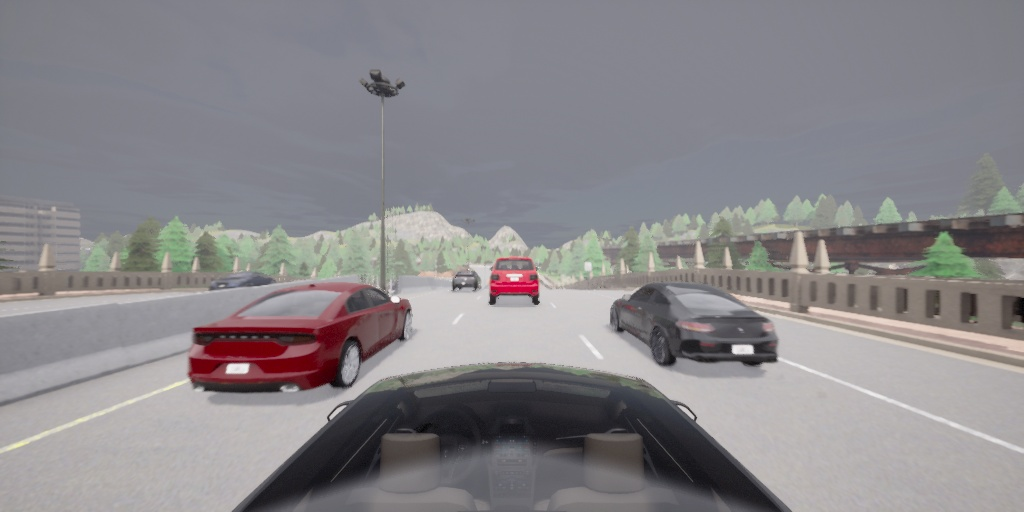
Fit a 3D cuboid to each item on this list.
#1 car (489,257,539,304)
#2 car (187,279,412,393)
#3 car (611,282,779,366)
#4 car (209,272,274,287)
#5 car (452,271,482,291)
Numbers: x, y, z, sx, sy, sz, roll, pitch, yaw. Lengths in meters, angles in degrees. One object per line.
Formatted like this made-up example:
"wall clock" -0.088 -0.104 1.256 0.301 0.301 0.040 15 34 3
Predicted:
"car" 0.100 1.113 17.240 2.150 2.045 5.566 0 -2 0
"car" -3.400 1.245 6.921 1.882 1.535 5.008 0 0 0
"car" 3.600 1.296 7.896 1.812 1.442 4.674 0 0 0
"car" -17.597 1.747 23.753 1.994 1.385 4.181 0 -3 0
"car" -3.401 1.903 27.489 2.128 1.511 4.902 0 -4 0
